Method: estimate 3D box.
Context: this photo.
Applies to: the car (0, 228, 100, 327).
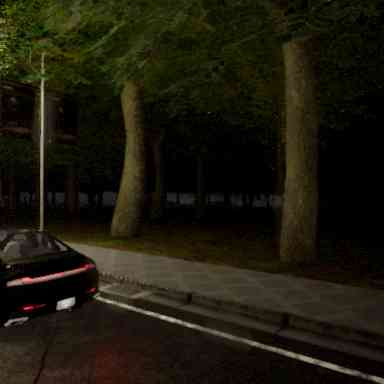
[{"bbox_3d":[-3.883,1.469,6.456,4.902,1.511,2.128,0,0,36],"label":"car"}]
